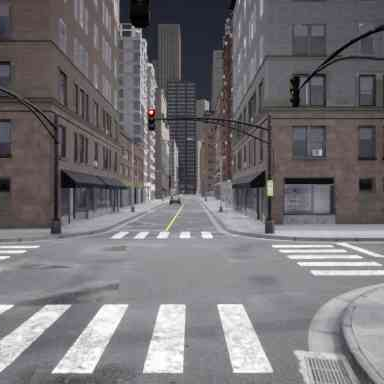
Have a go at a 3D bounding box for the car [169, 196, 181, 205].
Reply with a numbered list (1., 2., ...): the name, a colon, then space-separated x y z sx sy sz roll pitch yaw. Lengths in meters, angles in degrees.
1. car: -2.979 1.458 59.658 1.882 1.535 5.008 0 0 0
